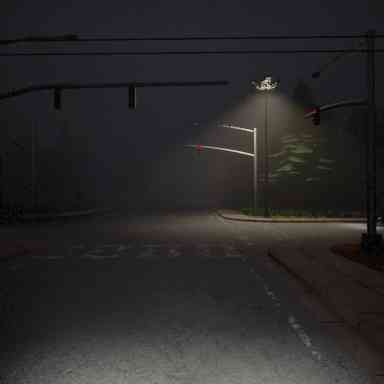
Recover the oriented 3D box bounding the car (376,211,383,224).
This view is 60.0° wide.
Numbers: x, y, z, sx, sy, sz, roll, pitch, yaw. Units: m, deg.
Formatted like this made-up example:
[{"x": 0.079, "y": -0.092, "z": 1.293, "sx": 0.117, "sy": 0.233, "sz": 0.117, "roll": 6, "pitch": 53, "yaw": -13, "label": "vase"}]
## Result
[{"x": 14.896, "y": 1.513, "z": 22.121, "sx": 4.892, "sy": 1.490, "sz": 1.837, "roll": 0, "pitch": 0, "yaw": 1, "label": "car"}]
